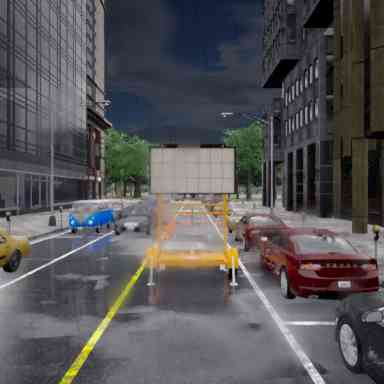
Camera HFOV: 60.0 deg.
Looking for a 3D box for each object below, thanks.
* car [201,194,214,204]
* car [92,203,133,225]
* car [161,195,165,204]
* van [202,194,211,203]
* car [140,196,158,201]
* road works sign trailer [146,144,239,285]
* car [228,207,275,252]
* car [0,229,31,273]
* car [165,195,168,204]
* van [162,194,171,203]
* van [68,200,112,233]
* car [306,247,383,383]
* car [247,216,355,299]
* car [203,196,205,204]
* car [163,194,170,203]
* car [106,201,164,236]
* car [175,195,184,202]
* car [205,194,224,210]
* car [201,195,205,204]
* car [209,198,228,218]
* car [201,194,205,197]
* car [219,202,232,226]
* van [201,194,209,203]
[{"bbox_3d":[2.859,1.332,62.656,2.192,1.841,5.009,0,0,0],"label":"car"},{"bbox_3d":[-5.725,1.553,24.606,2.008,1.369,4.403,0,0,0],"label":"car"},{"bbox_3d":[-5.683,1.536,51.624,1.752,1.417,4.829,0,0,0],"label":"car"},{"bbox_3d":[2.868,1.362,68.093,1.690,1.788,3.998,0,0,0],"label":"van"},{"bbox_3d":[-5.699,1.572,40.918,1.947,1.339,4.313,0,0,0],"label":"car"},{"bbox_3d":[0.015,0.464,9.426,2.380,3.560,2.880,0,0,0],"label":"road works sign trailer"},{"bbox_3d":[2.784,1.545,13.717,1.887,1.381,4.507,0,0,0],"label":"car"},{"bbox_3d":[-5.750,1.525,8.123,1.752,1.417,4.829,0,0,0],"label":"car"},{"bbox_3d":[-5.674,1.580,57.231,1.947,1.339,4.313,0,0,0],"label":"car"},{"bbox_3d":[-5.649,1.366,73.544,1.690,1.788,3.998,0,0,0],"label":"van"},{"bbox_3d":[-5.733,1.342,19.168,1.690,1.788,3.998,0,0,0],"label":"van"},{"bbox_3d":[2.767,1.551,2.842,2.008,1.369,4.403,0,0,0],"label":"car"},{"bbox_3d":[2.775,1.545,8.280,1.887,1.381,4.507,0,0,0],"label":"car"},{"bbox_3d":[2.835,1.534,46.513,1.752,1.417,4.829,0,0,0],"label":"car"},{"bbox_3d":[-5.666,1.543,62.499,1.752,1.417,4.829,0,0,0],"label":"car"},{"bbox_3d":[-2.971,1.492,18.554,2.128,1.511,4.902,0,0,0],"label":"car"},{"bbox_3d":[-2.878,1.541,77.430,1.837,1.490,4.892,0,0,0],"label":"car"},{"bbox_3d":[2.817,1.319,35.468,2.192,1.841,5.009,0,0,0],"label":"car"},{"bbox_3d":[2.843,1.556,51.780,1.887,1.381,4.507,0,0,0],"label":"car"},{"bbox_3d":[2.809,1.528,30.200,1.752,1.417,4.829,0,0,0],"label":"car"},{"bbox_3d":[2.851,1.454,57.218,1.967,1.590,4.097,0,0,0],"label":"car"},{"bbox_3d":[2.792,1.526,19.325,1.752,1.417,4.829,0,0,0],"label":"car"},{"bbox_3d":[2.876,1.366,73.531,1.690,1.788,3.998,0,0,0],"label":"van"}]
